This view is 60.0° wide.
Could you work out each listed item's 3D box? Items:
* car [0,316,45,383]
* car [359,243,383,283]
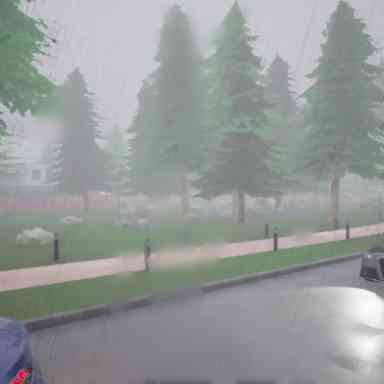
[{"bbox_3d":[-3.289,1.527,1.668,4.674,1.442,1.812,0,0,-35],"label":"car"},{"bbox_3d":[6.073,1.559,8.392,4.181,1.385,1.994,0,0,-36],"label":"car"}]
